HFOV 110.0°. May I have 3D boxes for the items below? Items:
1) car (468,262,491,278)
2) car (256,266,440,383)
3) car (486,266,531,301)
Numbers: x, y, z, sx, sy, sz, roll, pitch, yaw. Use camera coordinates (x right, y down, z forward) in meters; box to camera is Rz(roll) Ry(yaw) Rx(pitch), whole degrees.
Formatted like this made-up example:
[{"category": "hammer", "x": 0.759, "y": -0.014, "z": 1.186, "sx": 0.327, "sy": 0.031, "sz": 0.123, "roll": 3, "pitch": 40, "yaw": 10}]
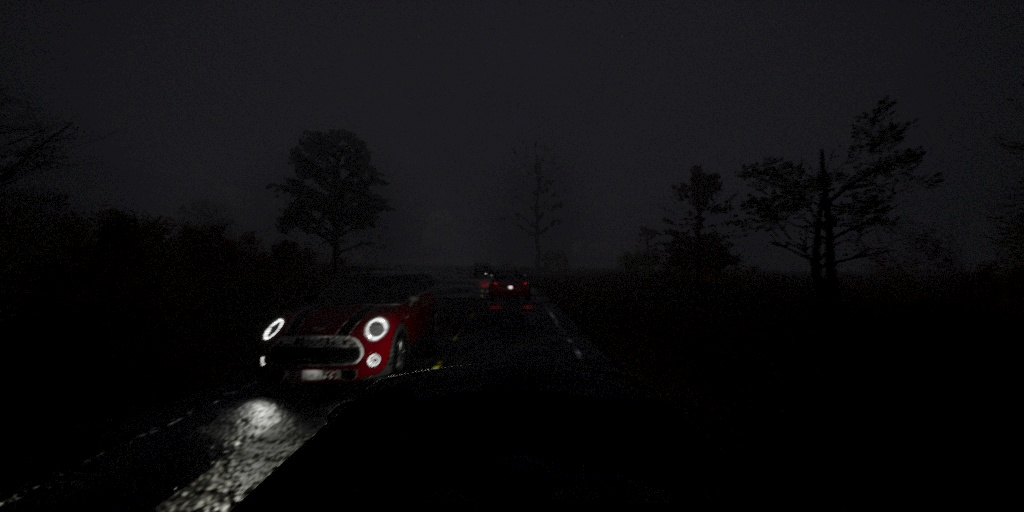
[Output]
[{"category": "car", "x": -3.075, "y": 1.360, "z": 35.121, "sx": 1.837, "sy": 1.490, "sz": 4.892, "roll": 1, "pitch": 0, "yaw": -16}, {"category": "car", "x": -2.902, "y": 1.128, "z": 7.404, "sx": 2.097, "sy": 1.767, "sz": 4.553, "roll": 0, "pitch": 0, "yaw": -1}, {"category": "car", "x": -0.178, "y": 1.381, "z": 18.075, "sx": 1.994, "sy": 1.385, "sz": 4.181, "roll": 0, "pitch": 0, "yaw": -3}]
